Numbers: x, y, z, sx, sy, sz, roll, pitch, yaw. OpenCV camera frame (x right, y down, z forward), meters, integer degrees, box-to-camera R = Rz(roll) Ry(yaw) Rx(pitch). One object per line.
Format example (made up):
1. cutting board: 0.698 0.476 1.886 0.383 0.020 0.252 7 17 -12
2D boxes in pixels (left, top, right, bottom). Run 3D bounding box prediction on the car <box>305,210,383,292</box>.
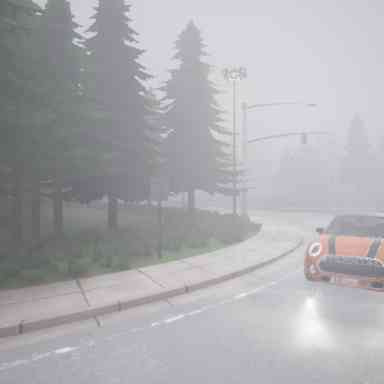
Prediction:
1. car: 4.609 1.351 9.059 2.097 1.767 4.553 0 0 33
